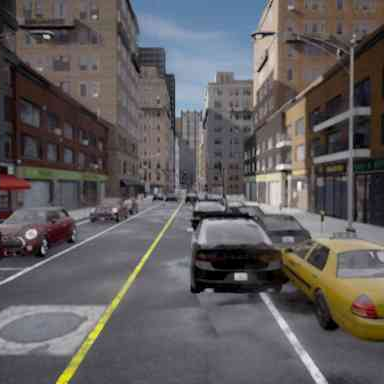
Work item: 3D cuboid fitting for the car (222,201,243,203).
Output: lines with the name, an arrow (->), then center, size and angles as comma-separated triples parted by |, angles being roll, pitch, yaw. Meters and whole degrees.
car -> 2.859, 1.351, 17.527 | 1.947, 1.339, 4.313 | -1, 1, 0

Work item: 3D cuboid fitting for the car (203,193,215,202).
car -> 2.866, 0.875, 56.626 | 1.802, 1.307, 4.206 | -1, 1, 0

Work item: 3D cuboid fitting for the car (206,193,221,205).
car -> 2.864, 0.960, 45.624 | 1.752, 1.417, 4.829 | -1, 1, 0

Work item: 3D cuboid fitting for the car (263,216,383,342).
car -> 2.856, 1.445, 6.526 | 1.752, 1.417, 4.829 | -1, 1, 0

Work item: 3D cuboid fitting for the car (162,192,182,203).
car -> -3.041, 0.969, 50.828 | 1.895, 1.301, 4.718 | 0, 1, 1

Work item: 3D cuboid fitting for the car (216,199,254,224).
car -> 2.860, 1.268, 23.113 | 2.008, 1.369, 4.403 | -1, 1, 0

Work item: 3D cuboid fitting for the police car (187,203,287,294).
police car -> 0.899, 1.318, 8.692 | 1.930, 1.638, 5.238 | 0, 1, 0

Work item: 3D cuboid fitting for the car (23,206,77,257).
car -> -5.679, 1.294, 11.940 | 1.967, 1.590, 4.097 | -1, 1, 0

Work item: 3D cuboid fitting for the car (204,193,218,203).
car -> 2.865, 0.931, 51.040 | 1.947, 1.339, 4.313 | -1, 1, 0

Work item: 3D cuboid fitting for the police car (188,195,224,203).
police car -> 0.898, 1.196, 18.692 | 1.930, 1.638, 5.238 | 0, 1, 0

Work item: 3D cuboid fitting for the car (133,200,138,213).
car -> -5.678, 1.230, 28.698 | 1.802, 1.307, 4.206 | -1, 1, 0

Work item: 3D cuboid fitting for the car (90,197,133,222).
car -> -5.679, 1.157, 23.111 | 1.967, 1.590, 4.097 | -1, 1, 0

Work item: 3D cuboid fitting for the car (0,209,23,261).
car -> -5.680, 1.237, 6.354 | 2.192, 1.841, 5.009 | -1, 1, 0

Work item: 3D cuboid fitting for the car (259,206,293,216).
car -> 2.857, 1.419, 11.942 | 1.947, 1.339, 4.313 | -1, 1, 0

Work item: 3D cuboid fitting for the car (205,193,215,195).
car -> 2.863, 1.059, 39.869 | 2.008, 1.369, 4.403 | -1, 1, 0

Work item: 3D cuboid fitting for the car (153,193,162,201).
car -> -5.679, 0.838, 56.624 | 1.887, 1.381, 4.507 | -1, 1, 0

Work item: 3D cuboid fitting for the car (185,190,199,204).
car -> 0.033, 0.877, 48.416 | 1.882, 1.535, 5.008 | 0, 1, 0

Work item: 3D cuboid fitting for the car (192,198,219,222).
car -> 0.898, 1.225, 24.583 | 1.812, 1.442, 4.674 | 0, 1, 0

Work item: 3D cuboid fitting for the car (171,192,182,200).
car -> -3.004, 0.726, 65.581 | 2.033, 1.411, 5.357 | 0, 1, 0
